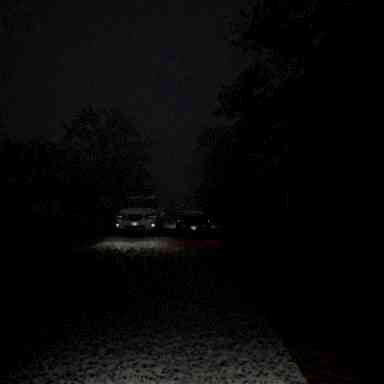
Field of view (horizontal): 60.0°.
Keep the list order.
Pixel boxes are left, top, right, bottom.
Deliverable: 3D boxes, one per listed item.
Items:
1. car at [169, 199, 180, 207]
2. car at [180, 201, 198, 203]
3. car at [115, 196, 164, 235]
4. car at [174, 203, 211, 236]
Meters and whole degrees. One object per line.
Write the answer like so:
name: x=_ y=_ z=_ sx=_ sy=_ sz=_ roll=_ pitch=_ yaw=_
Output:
car: x=-3.070 y=2.063 z=61.301 sx=2.128 sy=1.511 sz=4.902 roll=0 pitch=-1 yaw=0
car: x=-0.005 y=1.687 z=36.396 sx=2.033 sy=1.411 sz=5.357 roll=0 pitch=-1 yaw=0
car: x=-2.892 y=1.245 z=19.458 sx=2.150 sy=2.045 sz=5.566 roll=0 pitch=0 yaw=0
car: x=0.069 y=1.547 z=18.389 sx=1.812 sy=1.442 sz=4.674 roll=0 pitch=0 yaw=0
